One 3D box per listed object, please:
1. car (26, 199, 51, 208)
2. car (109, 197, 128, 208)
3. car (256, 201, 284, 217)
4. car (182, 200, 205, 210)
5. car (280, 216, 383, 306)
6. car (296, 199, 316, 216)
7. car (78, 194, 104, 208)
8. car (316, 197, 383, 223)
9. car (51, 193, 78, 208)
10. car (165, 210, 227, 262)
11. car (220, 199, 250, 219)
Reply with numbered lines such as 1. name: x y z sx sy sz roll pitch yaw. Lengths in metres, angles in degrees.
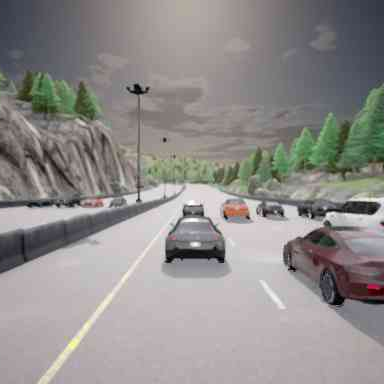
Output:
1. car: -21.061 1.573 46.174 1.895 1.301 4.718 0 0 0
2. car: -10.556 1.481 47.918 1.837 1.490 4.892 0 0 0
3. car: 7.107 1.513 30.497 1.812 1.442 4.674 0 0 0
4. car: 0.106 1.477 29.524 2.128 1.511 4.902 0 0 0
5. car: 3.600 1.523 7.896 1.812 1.442 4.674 0 0 0
6. car: 10.606 1.341 28.641 2.097 1.767 4.553 0 0 0
7. car: -14.057 1.325 47.194 2.097 1.767 4.553 0 0 0
8. car: 7.103 1.217 13.043 2.150 2.045 5.566 0 0 0
9. car: -17.553 1.196 47.454 2.150 2.045 5.566 0 0 0
10. car: 0.101 1.558 12.088 1.994 1.385 4.181 0 0 0
11. car: 3.606 1.339 28.641 2.097 1.767 4.553 0 0 0
